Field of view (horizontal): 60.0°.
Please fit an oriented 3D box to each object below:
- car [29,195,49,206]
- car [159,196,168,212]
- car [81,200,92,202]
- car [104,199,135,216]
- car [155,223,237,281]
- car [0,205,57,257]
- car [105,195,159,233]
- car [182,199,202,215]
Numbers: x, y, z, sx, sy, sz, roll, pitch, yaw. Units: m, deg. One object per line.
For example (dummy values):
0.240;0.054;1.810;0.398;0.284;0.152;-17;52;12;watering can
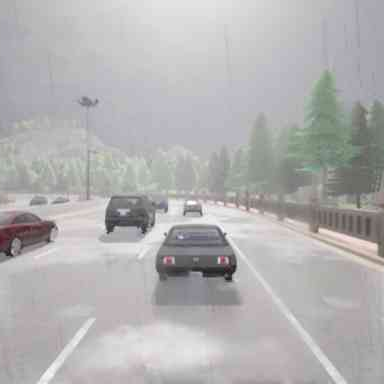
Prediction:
-23.524;1.332;51.352;1.837;1.490;4.892;0;0;-13;car
-3.702;1.228;36.816;2.097;1.767;4.553;0;0;-3;car
-16.249;1.307;50.700;1.882;1.535;5.008;0;0;-11;car
-6.984;1.437;32.679;2.033;1.411;5.357;0;0;-2;car
0.096;1.568;9.707;1.895;1.301;4.718;0;0;0;car
-6.903;1.435;12.705;1.882;1.535;5.008;0;0;0;car
-3.405;1.157;19.143;2.150;2.045;5.566;0;0;0;car
0.015;1.437;32.587;2.033;1.411;5.357;0;0;-2;car
